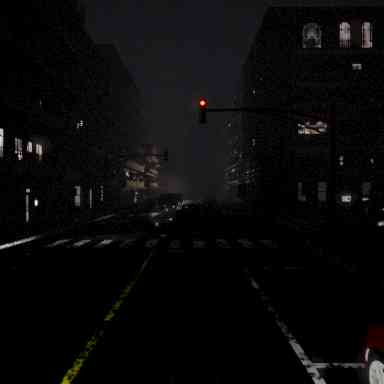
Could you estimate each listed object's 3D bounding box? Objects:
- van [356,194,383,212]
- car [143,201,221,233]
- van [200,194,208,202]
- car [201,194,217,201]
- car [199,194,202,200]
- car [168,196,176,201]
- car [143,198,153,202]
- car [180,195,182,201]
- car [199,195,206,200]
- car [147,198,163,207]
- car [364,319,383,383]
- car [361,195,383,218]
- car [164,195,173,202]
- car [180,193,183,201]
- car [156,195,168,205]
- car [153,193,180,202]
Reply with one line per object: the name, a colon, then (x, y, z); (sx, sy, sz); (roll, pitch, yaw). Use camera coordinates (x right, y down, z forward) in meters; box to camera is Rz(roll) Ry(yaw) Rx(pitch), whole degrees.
van: (15.716, 1.035, 27.340); (3.998, 1.788, 1.690); (-1, 1, -1)
car: (-0.273, 1.491, 20.008); (2.128, 1.511, 4.902); (-1, 0, 43)
van: (2.898, 1.379, 78.443); (1.690, 1.788, 3.998); (-1, 0, 0)
car: (2.822, 1.454, 50.804); (1.967, 1.590, 4.097); (-1, 0, 0)
car: (2.869, 1.578, 67.388); (2.008, 1.369, 4.403); (-1, 0, 0)
car: (-5.449, 1.632, 89.528); (1.802, 1.307, 4.206); (-1, 0, 0)
car: (-5.572, 1.561, 45.305); (2.008, 1.369, 4.403); (0, 0, 0)
car: (-2.956, 1.561, 50.390); (2.033, 1.411, 5.357); (0, 0, 0)
car: (2.946, 1.602, 95.027); (1.887, 1.381, 4.507); (-1, 0, 0)
car: (-5.557, 1.580, 50.832); (1.947, 1.339, 4.313); (0, 0, 0)
car: (2.687, 1.544, 1.805); (1.887, 1.381, 4.507); (0, 0, 0)
car: (15.786, 1.192, 24.768); (5.008, 1.535, 1.882); (-1, 0, -1)
car: (-5.481, 1.563, 78.302); (1.752, 1.417, 4.829); (-1, 0, 0)
car: (-2.864, 1.245, 64.791); (2.150, 2.045, 5.566); (0, 0, 1)
car: (-5.528, 1.462, 61.888); (1.967, 1.590, 4.097); (-1, 0, 0)
car: (-2.989, 1.228, 40.085); (2.150, 2.045, 5.566); (0, 0, 0)
